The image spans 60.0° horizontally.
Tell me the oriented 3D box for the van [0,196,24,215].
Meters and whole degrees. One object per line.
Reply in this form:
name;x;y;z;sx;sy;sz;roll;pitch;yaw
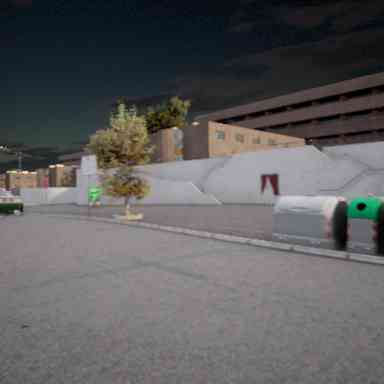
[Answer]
van;-19.238;1.392;33.221;1.878;1.987;4.442;-1;-2;27
